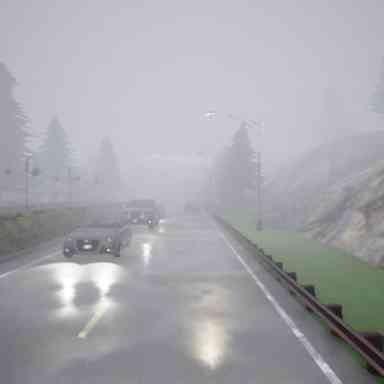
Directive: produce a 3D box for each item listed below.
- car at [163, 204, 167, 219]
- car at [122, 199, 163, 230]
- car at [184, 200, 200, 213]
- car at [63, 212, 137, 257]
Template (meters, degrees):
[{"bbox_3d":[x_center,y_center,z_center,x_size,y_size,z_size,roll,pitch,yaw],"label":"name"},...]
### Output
[{"bbox_3d":[-3.634,1.914,34.052,1.837,1.490,4.892,0,0,0],"label":"car"},{"bbox_3d":[-3.624,1.505,24.059,2.150,2.045,5.566,0,-1,0],"label":"car"},{"bbox_3d":[-0.018,1.924,45.395,2.097,1.767,4.553,0,-1,0],"label":"car"},{"bbox_3d":[-3.619,1.712,13.407,1.994,1.385,4.181,0,-1,-1],"label":"car"}]
